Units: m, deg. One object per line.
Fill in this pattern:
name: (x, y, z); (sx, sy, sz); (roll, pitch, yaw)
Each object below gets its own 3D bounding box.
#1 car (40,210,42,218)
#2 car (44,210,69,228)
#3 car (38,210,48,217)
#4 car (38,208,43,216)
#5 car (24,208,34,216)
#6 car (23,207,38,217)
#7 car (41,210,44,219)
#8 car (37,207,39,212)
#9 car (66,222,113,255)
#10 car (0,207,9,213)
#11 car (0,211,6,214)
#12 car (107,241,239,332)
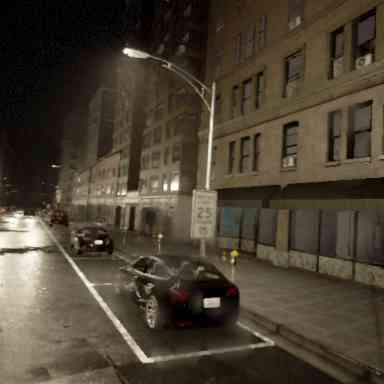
car: (-22.381, 3.860, 52.330); (1.887, 1.381, 4.507); (5, -4, -26)
car: (-15.090, 3.036, 37.560); (2.192, 1.841, 5.009); (5, -4, -26)
car: (-34.585, 4.867, 77.126); (1.752, 1.417, 4.829); (5, -4, -26)
car: (-27.227, 4.160, 62.194); (1.967, 1.590, 4.097); (5, -4, -26)
car: (-38.186, 4.676, 78.023); (1.837, 1.490, 4.892); (6, -5, -26)
car: (-32.605, 4.058, 66.716); (2.097, 1.767, 4.553); (6, -5, -26)
car: (-19.955, 3.666, 47.401); (2.008, 1.369, 4.403); (5, -4, -26)
car: (-29.653, 4.364, 67.123); (1.967, 1.590, 4.097); (5, -4, -26)
car: (-5.403, 2.516, 17.827); (1.947, 1.339, 4.313); (5, -4, -26)
car: (-42.135, 4.009, 73.255); (1.967, 1.590, 4.097); (5, -4, -26)
car: (-15.094, 2.307, 24.122); (2.033, 1.411, 5.357); (6, -5, -26)
car: (-0.553, 2.139, 7.968); (1.947, 1.339, 4.313); (5, -4, -26)
